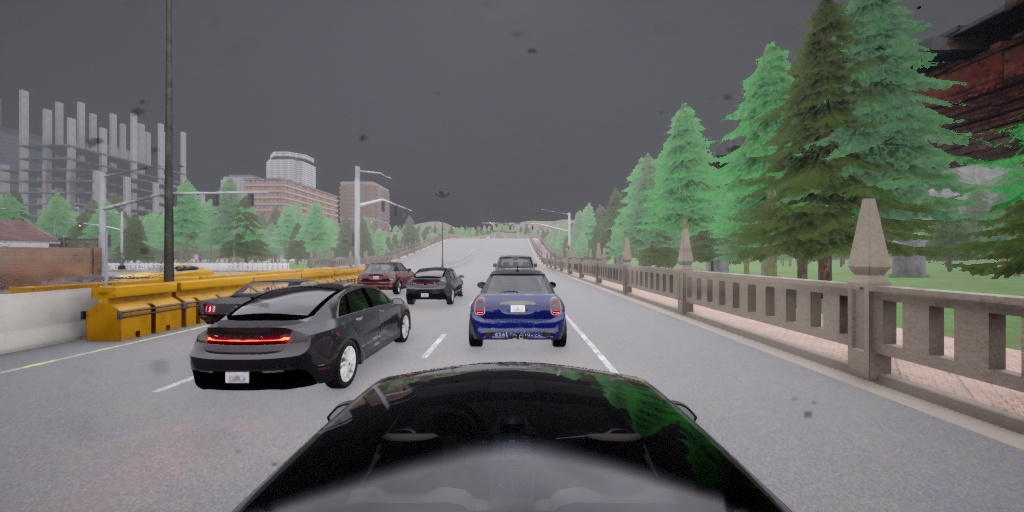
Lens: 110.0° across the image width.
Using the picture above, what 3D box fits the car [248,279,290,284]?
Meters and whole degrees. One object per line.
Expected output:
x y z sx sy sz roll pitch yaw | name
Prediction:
-6.860 1.351 11.172 1.895 1.301 4.718 0 0 0 | car

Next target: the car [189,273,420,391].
-3.381 1.255 6.854 1.837 1.490 4.892 0 0 0 | car

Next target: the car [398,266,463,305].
-3.342 1.255 16.175 1.837 1.490 4.892 0 0 0 | car

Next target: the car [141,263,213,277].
-20.933 1.227 21.900 1.882 1.535 5.008 0 0 0 | car

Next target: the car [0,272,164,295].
-14.051 1.351 11.416 1.895 1.301 4.718 0 0 0 | car

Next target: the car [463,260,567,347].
0.129 1.102 9.492 2.097 1.767 4.553 0 0 0 | car

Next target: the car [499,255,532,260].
0.169 0.972 18.982 2.150 2.045 5.566 0 0 0 | car

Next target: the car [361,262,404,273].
-6.873 1.102 20.165 2.097 1.767 4.553 0 0 -1 | car
